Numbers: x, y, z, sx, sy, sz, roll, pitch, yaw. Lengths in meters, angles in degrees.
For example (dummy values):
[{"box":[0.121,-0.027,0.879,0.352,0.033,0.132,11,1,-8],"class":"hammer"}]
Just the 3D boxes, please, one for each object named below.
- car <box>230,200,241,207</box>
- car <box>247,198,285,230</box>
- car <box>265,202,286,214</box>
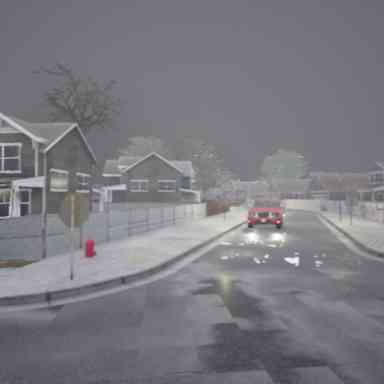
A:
[{"box":[8.455,2.349,67.388,1.895,1.301,4.718,0,-1,-6],"class":"car"},{"box":[5.275,1.435,23.538,2.150,2.045,5.566,0,0,17],"class":"car"},{"box":[10.544,1.977,42.386,1.994,1.385,4.181,0,-1,5],"class":"car"}]
